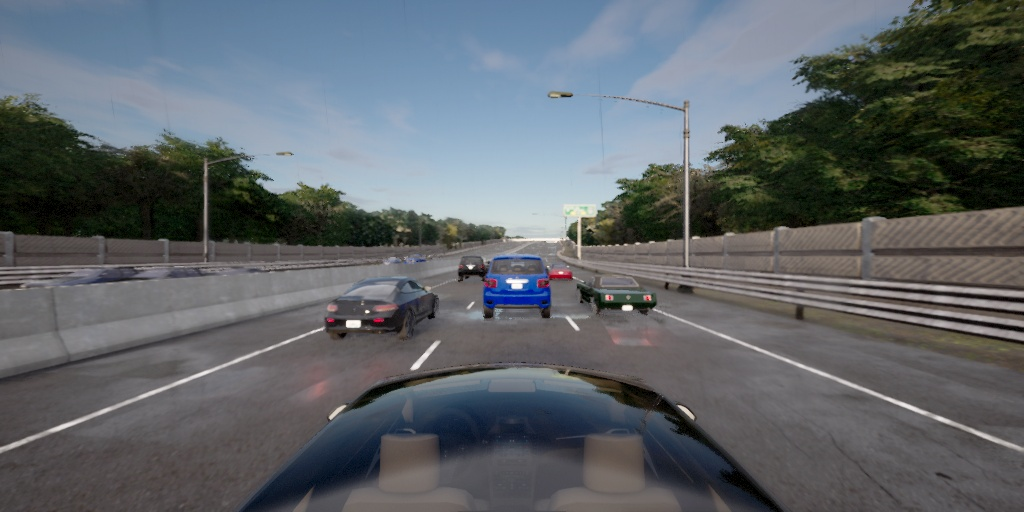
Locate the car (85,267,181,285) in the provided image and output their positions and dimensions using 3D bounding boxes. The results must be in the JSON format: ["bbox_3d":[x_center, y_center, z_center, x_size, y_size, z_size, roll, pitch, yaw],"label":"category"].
[{"bbox_3d":[-17.459,1.289,18.286,2.033,1.411,5.357,0,0,1],"label":"car"}]

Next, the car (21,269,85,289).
[{"bbox_3d":[-20.957,1.287,18.419,2.033,1.411,5.357,0,0,1],"label":"car"}]

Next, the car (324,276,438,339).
[{"bbox_3d":[-3.351,1.275,9.915,1.812,1.442,4.674,0,0,0],"label":"car"}]

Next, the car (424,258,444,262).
[{"bbox_3d":[-12.553,1.041,59.658,1.837,1.490,4.892,0,1,3],"label":"car"}]

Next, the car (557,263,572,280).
[{"bbox_3d":[4.012,1.319,30.948,1.994,1.385,4.181,0,0,1],"label":"car"}]

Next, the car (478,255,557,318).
[{"bbox_3d":[0.178,0.973,13.182,2.150,2.045,5.566,0,0,1],"label":"car"}]

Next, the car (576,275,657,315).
[{"bbox_3d":[3.682,1.354,13.568,1.895,1.301,4.718,0,0,1],"label":"car"}]

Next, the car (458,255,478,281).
[{"bbox_3d":[-3.031,0.971,29.545,2.150,2.045,5.566,0,0,1],"label":"car"}]

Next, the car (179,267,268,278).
[{"bbox_3d":[-13.952,1.307,18.308,1.994,1.385,4.181,0,0,1],"label":"car"}]

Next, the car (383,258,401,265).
[{"bbox_3d":[-19.595,1.069,59.055,1.812,1.442,4.674,0,1,3],"label":"car"}]

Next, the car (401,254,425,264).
[{"bbox_3d":[-16.054,0.755,59.675,2.150,2.045,5.566,0,1,3],"label":"car"}]
